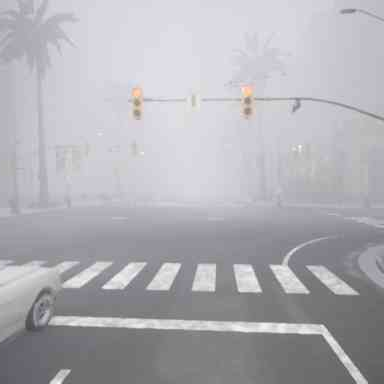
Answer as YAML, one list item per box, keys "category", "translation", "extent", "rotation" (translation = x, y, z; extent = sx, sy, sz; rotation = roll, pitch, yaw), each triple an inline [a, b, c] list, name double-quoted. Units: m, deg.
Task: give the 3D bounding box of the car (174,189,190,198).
- category: "car"
  translation: [-2.069, 0.456, 66.974]
  extent: [1.812, 1.442, 4.674]
  rotation: [0, 1, 5]

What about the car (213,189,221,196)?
- category: "car"
  translation: [5.858, 0.273, 78.722]
  extent: [2.033, 1.411, 5.357]
  rotation: [0, 1, 4]

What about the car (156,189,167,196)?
- category: "car"
  translation: [-7.506, 0.037, 82.779]
  extent: [2.185, 1.767, 4.553]
  rotation: [0, 1, 4]

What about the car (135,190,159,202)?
- category: "car"
  translation: [-6.832, 0.663, 51.257]
  extent: [1.882, 1.535, 5.008]
  rotation: [0, 1, 4]

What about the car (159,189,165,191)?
- category: "car"
  translation: [-5.573, 0.495, 67.020]
  extent: [1.994, 1.385, 4.181]
  rotation: [0, 1, 5]

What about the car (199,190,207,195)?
- category: "car"
  translation: [3.043, 0.155, 89.422]
  extent: [1.895, 1.301, 4.718]
  rotation: [0, 1, 4]

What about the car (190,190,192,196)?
- category: "car"
  translation: [-0.955, 0.183, 81.828]
  extent: [2.033, 1.411, 5.357]
  rotation: [0, 1, 4]

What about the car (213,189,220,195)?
- category: "car"
  translation: [6.533, 0.061, 89.165]
  extent: [1.837, 1.490, 4.892]
  rotation: [0, 1, 4]

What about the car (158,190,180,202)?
- category: "car"
  translation: [-3.377, 0.795, 50.550]
  extent: [1.895, 1.301, 4.718]
  rotation: [0, 1, 5]

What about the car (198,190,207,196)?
- category: "car"
  translation: [2.370, 0.274, 79.004]
  extent: [2.033, 1.411, 5.357]
  rotation: [0, 1, 4]

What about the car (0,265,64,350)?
- category: "car"
  translation: [-3.321, 1.542, 3.745]
  extent: [1.895, 1.301, 4.718]
  rotation: [0, 1, 4]
